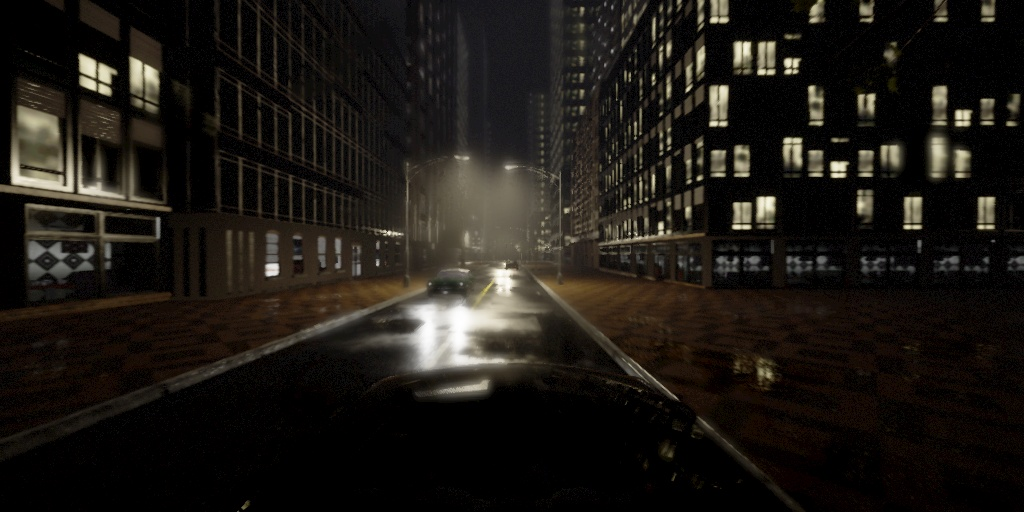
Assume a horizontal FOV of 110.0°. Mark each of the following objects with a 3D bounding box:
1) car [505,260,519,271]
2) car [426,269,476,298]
[{"bbox_3d":[0.007,1.275,51.212,2.128,1.511,4.902,0,0,0],"label":"car"},{"bbox_3d":[-3.009,1.356,18.488,1.895,1.301,4.718,0,0,0],"label":"car"}]
